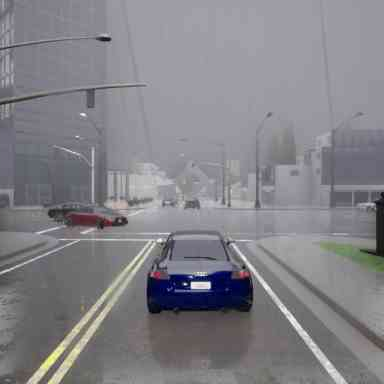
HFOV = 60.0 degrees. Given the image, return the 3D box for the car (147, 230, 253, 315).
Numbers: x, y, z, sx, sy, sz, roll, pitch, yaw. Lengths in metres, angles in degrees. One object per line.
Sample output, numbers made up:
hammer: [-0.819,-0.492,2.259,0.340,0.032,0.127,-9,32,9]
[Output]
car: [0.091,1.564,7.685,1.994,1.385,4.181,0,0,-2]

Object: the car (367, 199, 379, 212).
car: [20.520,1.515,33.571,4.181,1.385,1.994,0,0,0]

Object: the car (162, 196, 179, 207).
car: [-3.566,1.491,51.162,2.128,1.511,4.902,0,0,0]

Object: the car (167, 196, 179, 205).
car: [-3.516,1.505,61.561,1.837,1.490,4.892,0,0,1]

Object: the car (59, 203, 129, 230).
car: [-6.077,1.592,21.199,4.181,1.385,1.994,0,0,29]

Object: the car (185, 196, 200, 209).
car: [0.067,1.477,45.772,1.882,1.535,5.008,0,0,1]

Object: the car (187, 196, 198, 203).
car: [0.184,1.555,72.010,1.994,1.385,4.181,0,0,5]

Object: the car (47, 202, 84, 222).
car: [-8.831,1.537,26.320,4.902,1.511,2.128,0,0,-3]

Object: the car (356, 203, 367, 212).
car: [20.760,1.477,37.085,4.674,1.442,1.812,0,0,-2]
